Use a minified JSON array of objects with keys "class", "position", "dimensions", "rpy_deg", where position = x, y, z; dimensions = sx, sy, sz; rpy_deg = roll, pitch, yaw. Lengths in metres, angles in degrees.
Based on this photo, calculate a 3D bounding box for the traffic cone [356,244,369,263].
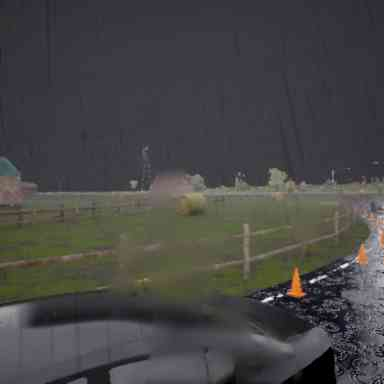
[{"class":"traffic cone","position":[5.568,1.997,10.862],"dimensions":[0.340,0.580,0.340],"rpy_deg":[-1,-1,40]}]

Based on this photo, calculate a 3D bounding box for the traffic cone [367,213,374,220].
[{"class":"traffic cone","position":[14.904,2.007,27.593],"dimensions":[0.340,0.580,0.340],"rpy_deg":[-1,0,23]}]

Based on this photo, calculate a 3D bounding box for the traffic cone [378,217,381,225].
[{"class":"traffic cone","position":[12.973,2.008,22.986],"dimensions":[0.340,0.580,0.340],"rpy_deg":[-1,0,23]}]

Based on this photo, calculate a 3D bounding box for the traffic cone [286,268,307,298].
[{"class":"traffic cone","position":[2.330,1.994,7.425],"dimensions":[0.340,0.580,0.340],"rpy_deg":[0,-1,-43]}]

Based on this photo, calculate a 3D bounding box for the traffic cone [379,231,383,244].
[{"class":"traffic cone","position":[8.436,2.000,14.651],"dimensions":[0.340,0.580,0.340],"rpy_deg":[-1,-1,34]}]

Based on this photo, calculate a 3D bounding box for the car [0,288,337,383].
[{"class":"car","position":[-1.103,1.497,1.927],"dimensions":[5.008,1.535,1.882],"rpy_deg":[0,0,-38]}]

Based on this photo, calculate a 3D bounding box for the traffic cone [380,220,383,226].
[{"class":"traffic cone","position":[10.912,2.003,18.706],"dimensions":[0.340,0.580,0.340],"rpy_deg":[-1,0,29]}]

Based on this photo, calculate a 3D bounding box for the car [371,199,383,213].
[{"class":"car","position":[21.070,1.501,36.961],"dimensions":[2.128,1.511,4.902],"rpy_deg":[-1,0,23]}]

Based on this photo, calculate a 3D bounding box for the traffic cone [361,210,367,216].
[{"class":"traffic cone","position":[16.836,2.004,32.204],"dimensions":[0.340,0.580,0.340],"rpy_deg":[-1,0,23]}]

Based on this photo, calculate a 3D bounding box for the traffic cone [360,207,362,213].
[{"class":"traffic cone","position":[18.769,1.998,36.816],"dimensions":[0.340,0.580,0.340],"rpy_deg":[-1,0,23]}]
